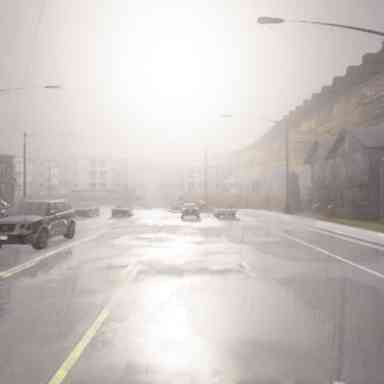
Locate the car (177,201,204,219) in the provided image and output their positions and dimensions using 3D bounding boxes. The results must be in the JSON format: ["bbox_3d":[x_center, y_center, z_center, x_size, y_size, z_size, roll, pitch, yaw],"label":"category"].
[{"bbox_3d":[-0.219,1.833,32.756,2.033,1.411,5.357,0,0,-2],"label":"car"}]

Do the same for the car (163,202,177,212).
[{"bbox_3d":[-2.493,2.002,45.447,1.895,1.301,4.718,0,-1,-20],"label":"car"}]

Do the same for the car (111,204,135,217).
[{"bbox_3d":[-7.236,1.923,35.109,1.895,1.301,4.718,0,-1,-3],"label":"car"}]

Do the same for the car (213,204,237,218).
[{"bbox_3d":[3.223,1.888,33.916,1.895,1.301,4.718,0,0,-3],"label":"car"}]

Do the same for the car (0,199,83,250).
[{"bbox_3d":[-7.177,1.367,15.432,2.150,2.045,5.566,0,0,0],"label":"car"}]

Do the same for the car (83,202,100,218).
[{"bbox_3d":[-10.716,1.796,33.621,1.882,1.535,5.008,0,-1,-2],"label":"car"}]

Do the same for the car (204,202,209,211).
[{"bbox_3d":[0.898,1.925,46.332,1.812,1.442,4.674,0,0,-20],"label":"car"}]
